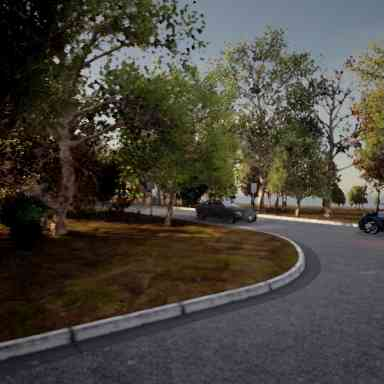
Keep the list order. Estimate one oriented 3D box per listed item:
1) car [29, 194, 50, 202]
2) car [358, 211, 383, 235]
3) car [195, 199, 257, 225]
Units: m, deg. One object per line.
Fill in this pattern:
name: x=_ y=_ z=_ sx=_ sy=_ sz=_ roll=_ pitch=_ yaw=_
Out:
car: x=-16.918 y=0.574 z=34.148 sx=4.553 sy=1.767 sz=2.097 roll=1 pitch=-1 yaw=-23
car: x=10.345 y=1.238 z=15.590 sx=2.097 sy=1.767 sz=4.553 roll=1 pitch=0 yaw=-36
car: x=2.060 y=1.188 z=21.293 sx=1.812 sy=1.442 sz=4.674 roll=1 pitch=0 yaw=-36
